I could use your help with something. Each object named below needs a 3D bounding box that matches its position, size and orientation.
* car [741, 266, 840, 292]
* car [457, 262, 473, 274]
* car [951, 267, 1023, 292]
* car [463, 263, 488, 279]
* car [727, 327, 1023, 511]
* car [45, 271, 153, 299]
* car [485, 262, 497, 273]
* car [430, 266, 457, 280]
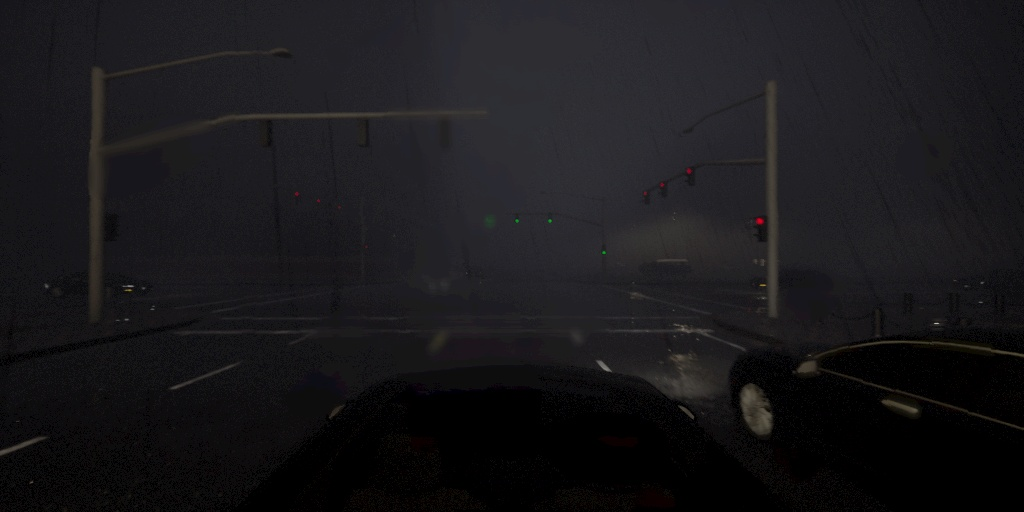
[{"bbox_3d":[18.713,1.622,24.224,4.892,1.490,1.837,0,-1,0],"label":"car"},{"bbox_3d":[-7.600,2.006,54.313,2.128,1.511,4.902,0,-1,0],"label":"car"},{"bbox_3d":[33.393,1.654,24.222,5.357,1.411,2.033,0,-1,0],"label":"car"},{"bbox_3d":[-4.049,1.839,40.507,1.812,1.442,4.674,0,-1,0],"label":"car"},{"bbox_3d":[3.572,1.262,2.460,1.837,1.490,4.892,0,-1,0],"label":"car"},{"bbox_3d":[-23.495,1.599,20.519,4.892,1.490,1.837,0,-1,0],"label":"car"},{"bbox_3d":[-4.078,2.131,62.005,1.837,1.490,4.892,0,-1,0],"label":"car"},{"bbox_3d":[-7.460,1.851,38.570,1.994,1.385,4.181,0,-1,0],"label":"car"}]
